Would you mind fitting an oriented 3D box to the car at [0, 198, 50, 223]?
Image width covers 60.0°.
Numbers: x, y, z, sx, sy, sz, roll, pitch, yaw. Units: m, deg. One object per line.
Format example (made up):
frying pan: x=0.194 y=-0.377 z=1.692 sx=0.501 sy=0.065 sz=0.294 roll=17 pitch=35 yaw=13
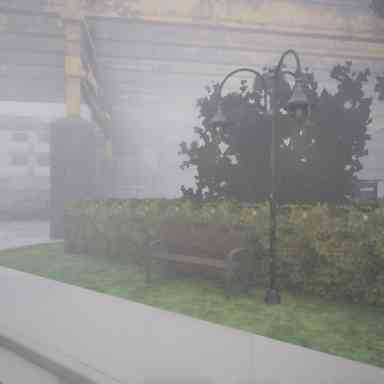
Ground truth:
car: x=-12.539 y=1.347 z=25.060 sx=4.553 sy=1.767 sz=2.097 roll=0 pitch=0 yaw=-9
